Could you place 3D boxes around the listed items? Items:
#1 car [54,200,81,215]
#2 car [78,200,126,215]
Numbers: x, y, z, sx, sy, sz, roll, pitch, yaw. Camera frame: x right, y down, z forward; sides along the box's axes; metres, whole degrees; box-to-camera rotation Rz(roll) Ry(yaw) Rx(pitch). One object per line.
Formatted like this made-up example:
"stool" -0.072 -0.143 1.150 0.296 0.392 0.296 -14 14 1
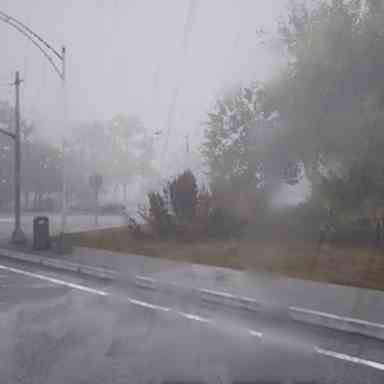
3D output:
"car" -12.772 1.634 36.485 2.128 1.511 4.902 0 0 32
"car" -9.294 1.728 35.433 1.895 1.301 4.718 0 0 32
